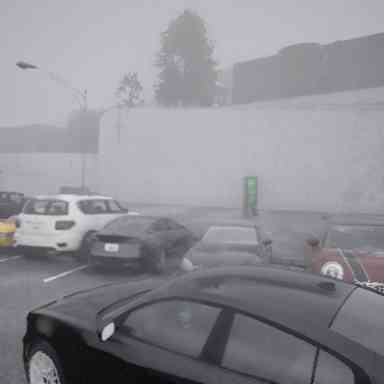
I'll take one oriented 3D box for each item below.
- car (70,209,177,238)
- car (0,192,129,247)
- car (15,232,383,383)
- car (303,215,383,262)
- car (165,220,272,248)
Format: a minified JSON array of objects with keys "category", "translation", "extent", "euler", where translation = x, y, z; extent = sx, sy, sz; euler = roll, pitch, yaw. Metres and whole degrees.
[{"category":"car","translation":[-1.365,1.446,10.487],"extent":[2.163,1.488,4.792],"euler":[1,0,15]},{"category":"car","translation":[-3.802,1.129,12.229],"extent":[2.435,2.045,5.566],"euler":[1,0,15]},{"category":"car","translation":[0.383,1.466,3.104],"extent":[5.008,1.535,1.882],"euler":[1,0,35]},{"category":"car","translation":[3.536,1.353,7.000],"extent":[2.185,1.767,4.553],"euler":[1,0,16]},{"category":"car","translation":[1.084,1.494,8.712],"extent":[2.002,1.452,4.674],"euler":[1,0,15]}]
